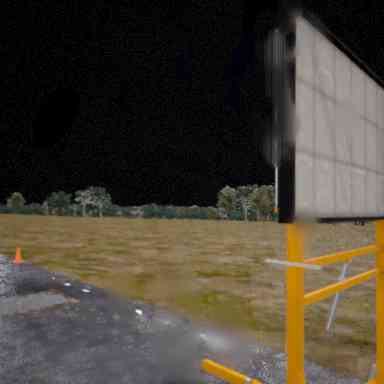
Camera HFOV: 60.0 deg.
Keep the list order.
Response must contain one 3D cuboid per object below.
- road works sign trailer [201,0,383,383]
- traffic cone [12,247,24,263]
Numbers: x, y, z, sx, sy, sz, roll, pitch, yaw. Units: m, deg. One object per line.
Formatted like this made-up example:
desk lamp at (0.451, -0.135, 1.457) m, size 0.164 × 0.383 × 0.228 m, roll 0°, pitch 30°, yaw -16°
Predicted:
road works sign trailer at (1.179, 0.636, 2.864) m, size 2.880 × 3.560 × 2.380 m, roll -2°, pitch -4°, yaw 45°
traffic cone at (-6.874, 2.464, 13.160) m, size 0.340 × 0.580 × 0.340 m, roll -2°, pitch -4°, yaw 45°
